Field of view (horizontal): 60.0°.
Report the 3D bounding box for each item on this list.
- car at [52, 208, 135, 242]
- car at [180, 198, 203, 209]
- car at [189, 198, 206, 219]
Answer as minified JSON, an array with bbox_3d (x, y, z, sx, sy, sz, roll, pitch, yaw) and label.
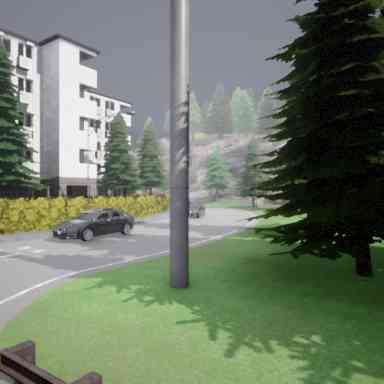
[{"bbox_3d":[-5.073,1.673,17.759,1.837,1.490,4.892,0,0,29],"label":"car"},{"bbox_3d":[-0.159,1.654,50.191,1.882,1.535,5.008,0,0,-19],"label":"car"},{"bbox_3d":[0.112,1.658,30.897,2.128,1.511,4.902,0,0,11],"label":"car"}]
